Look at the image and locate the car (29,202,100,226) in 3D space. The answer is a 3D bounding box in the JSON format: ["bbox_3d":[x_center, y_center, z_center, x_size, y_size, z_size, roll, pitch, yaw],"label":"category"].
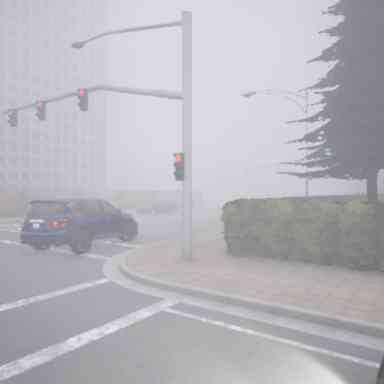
[{"bbox_3d":[-9.667,1.596,25.612,1.837,1.490,4.892,0,0,35],"label":"car"}]

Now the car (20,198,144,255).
[{"bbox_3d":[-4.472,1.289,14.089,2.150,2.045,5.566,-2,-1,20],"label":"car"}]

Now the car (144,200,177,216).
[{"bbox_3d":[-3.620,1.569,34.106,1.882,1.535,5.008,0,0,35],"label":"car"}]

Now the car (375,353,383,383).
[{"bbox_3d":[3.199,1.561,1.710,4.181,1.385,1.994,0,0,36],"label":"car"}]
